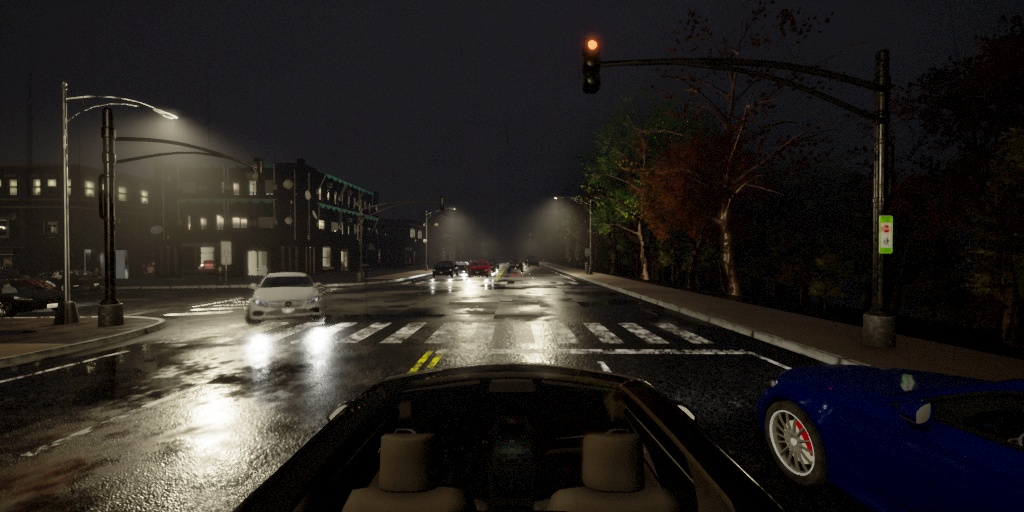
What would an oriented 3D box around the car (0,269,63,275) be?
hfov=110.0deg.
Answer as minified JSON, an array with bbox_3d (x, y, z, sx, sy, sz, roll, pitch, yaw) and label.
[{"bbox_3d":[-24.191,1.374,16.570,4.553,1.767,2.097,-1,1,1],"label":"car"}]

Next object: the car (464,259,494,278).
[{"bbox_3d":[-3.074,1.217,34.580,1.882,1.535,5.008,0,0,1],"label":"car"}]

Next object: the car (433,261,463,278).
[{"bbox_3d":[-6.330,1.217,34.738,1.882,1.535,5.008,0,0,1],"label":"car"}]

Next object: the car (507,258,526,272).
[{"bbox_3d":[0.453,1.239,46.208,1.837,1.490,4.892,0,0,0],"label":"car"}]

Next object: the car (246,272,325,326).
[{"bbox_3d":[-7.538,1.277,12.075,1.812,1.442,4.674,1,0,-32],"label":"car"}]

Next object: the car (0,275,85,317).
[{"bbox_3d":[-19.854,1.565,13.822,4.313,1.339,1.948,0,0,1],"label":"car"}]

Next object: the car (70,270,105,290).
[{"bbox_3d":[-28.118,1.560,22.401,4.403,1.370,2.007,0,0,1],"label":"car"}]

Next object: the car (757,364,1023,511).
[{"bbox_3d":[3.355,1.276,1.635,1.812,1.442,4.674,0,0,1],"label":"car"}]

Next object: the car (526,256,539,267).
[{"bbox_3d":[3.853,1.204,64.701,1.882,1.535,5.008,0,0,1],"label":"car"}]

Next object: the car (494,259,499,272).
[{"bbox_3d":[-2.994,1.261,44.641,1.812,1.442,4.674,0,0,1],"label":"car"}]
